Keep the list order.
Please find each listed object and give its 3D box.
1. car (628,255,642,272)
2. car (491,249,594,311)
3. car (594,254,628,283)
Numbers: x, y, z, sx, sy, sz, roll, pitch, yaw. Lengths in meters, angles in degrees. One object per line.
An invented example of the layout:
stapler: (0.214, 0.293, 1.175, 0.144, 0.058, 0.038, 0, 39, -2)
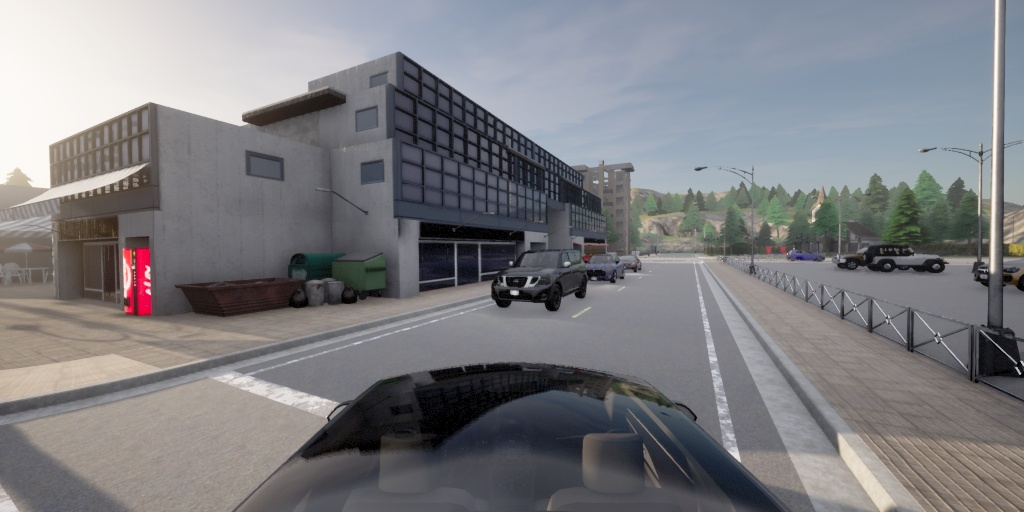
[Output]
car: (10.299, 0.619, 31.736, 1.812, 1.442, 4.674, 0, 1, 27)
car: (1.311, 0.752, 13.792, 2.150, 2.045, 5.566, 0, 1, 27)
car: (5.714, 0.668, 22.589, 2.097, 1.767, 4.553, 0, 1, 27)
